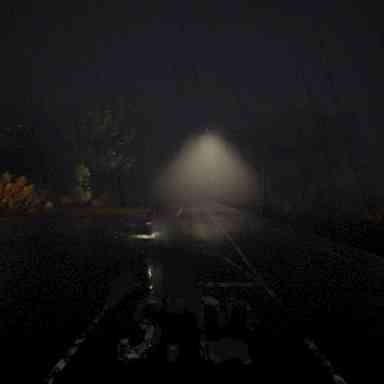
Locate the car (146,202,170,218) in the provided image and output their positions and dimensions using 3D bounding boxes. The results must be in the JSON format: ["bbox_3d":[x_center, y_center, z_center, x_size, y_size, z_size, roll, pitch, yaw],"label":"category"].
[{"bbox_3d":[-3.321,1.736,32.735,1.812,1.442,4.674,0,0,0],"label":"car"}]

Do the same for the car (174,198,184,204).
[{"bbox_3d":[-2.958,2.053,79.402,1.812,1.442,4.674,0,0,5],"label":"car"}]
